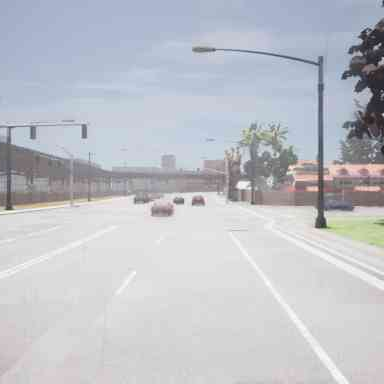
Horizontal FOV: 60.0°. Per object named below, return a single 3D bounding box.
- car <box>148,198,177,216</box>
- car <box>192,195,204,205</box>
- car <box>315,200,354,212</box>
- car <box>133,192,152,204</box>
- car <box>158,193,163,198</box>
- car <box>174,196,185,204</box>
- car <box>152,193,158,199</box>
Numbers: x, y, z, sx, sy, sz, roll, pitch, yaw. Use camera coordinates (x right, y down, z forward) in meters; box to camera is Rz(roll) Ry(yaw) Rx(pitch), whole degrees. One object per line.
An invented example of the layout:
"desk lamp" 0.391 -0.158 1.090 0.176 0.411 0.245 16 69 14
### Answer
"car" -2.855 1.604 33.017 1.895 1.301 4.718 0 0 1
"car" 1.041 1.288 56.576 2.097 1.767 4.553 0 0 1
"car" 16.773 1.575 39.156 4.181 1.385 1.994 0 0 -1
"car" -9.513 1.098 62.653 2.150 2.045 5.566 0 1 1
"car" -9.125 1.155 82.489 1.994 1.385 4.181 0 1 1
"car" -2.385 1.456 60.928 1.994 1.385 4.181 0 1 1
"car" -9.288 1.300 72.772 2.033 1.411 5.357 0 1 1
